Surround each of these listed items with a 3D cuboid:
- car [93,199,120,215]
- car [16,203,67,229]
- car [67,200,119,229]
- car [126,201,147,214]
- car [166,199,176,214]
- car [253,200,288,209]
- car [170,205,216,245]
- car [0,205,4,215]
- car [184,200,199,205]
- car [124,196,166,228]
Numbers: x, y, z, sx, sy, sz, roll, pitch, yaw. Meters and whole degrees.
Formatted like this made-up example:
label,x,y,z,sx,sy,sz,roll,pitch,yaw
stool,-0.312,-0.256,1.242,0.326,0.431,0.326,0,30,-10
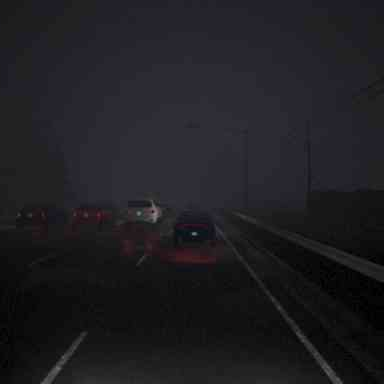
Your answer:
label,x,y,z,sx,sy,sz,roll,pitch,yaw
car,-10.401,1.743,40.644,2.097,1.767,4.553,0,-1,0
car,-10.401,1.579,23.541,2.097,1.767,4.553,0,-1,0
car,-6.901,1.582,23.838,2.097,1.767,4.553,0,-1,0
car,-6.916,1.929,41.976,1.812,1.442,4.674,0,-1,0
car,-3.402,1.965,41.810,1.994,1.385,4.181,0,-1,0
car,12.465,2.052,52.793,5.357,1.411,2.033,0,-1,37
car,0.100,1.636,16.498,1.882,1.535,5.008,0,-1,0
car,-13.901,1.739,19.749,2.033,1.411,5.357,0,-1,0
car,0.098,1.887,35.461,2.033,1.411,5.357,0,-1,0
car,-3.400,1.453,24.032,2.150,2.045,5.566,0,-1,0
